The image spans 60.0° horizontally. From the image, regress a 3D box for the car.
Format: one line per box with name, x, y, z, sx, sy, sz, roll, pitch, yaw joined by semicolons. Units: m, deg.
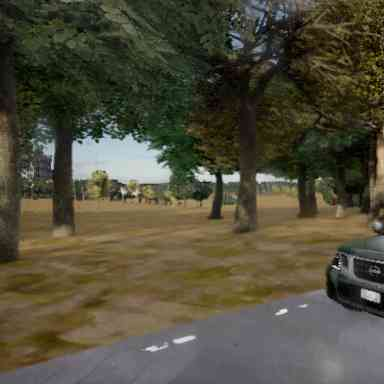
car;5.087;1.187;6.313;5.566;2.045;2.150;0;0;-29
